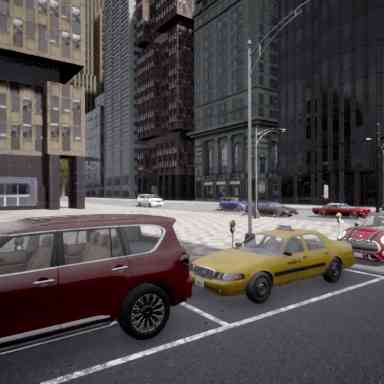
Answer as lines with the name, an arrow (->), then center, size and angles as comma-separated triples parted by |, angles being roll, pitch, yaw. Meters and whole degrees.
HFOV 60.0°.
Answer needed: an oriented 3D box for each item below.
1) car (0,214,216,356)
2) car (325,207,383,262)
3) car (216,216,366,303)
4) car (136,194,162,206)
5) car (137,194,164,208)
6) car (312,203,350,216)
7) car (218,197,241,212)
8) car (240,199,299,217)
car -> -2.309, 1.315, 5.008 | 5.009, 1.841, 2.192 | 0, 0, -36
car -> 6.795, 1.439, 11.540 | 4.097, 1.590, 1.967 | 0, 0, -36
car -> 2.105, 1.525, 8.174 | 4.829, 1.417, 1.752 | 0, 0, -36
car -> -7.542, 1.357, 58.126 | 2.150, 2.045, 5.566 | 0, 0, -36
car -> -6.482, 1.370, 50.971 | 2.150, 2.045, 5.566 | 0, 0, -35
car -> 13.106, 1.648, 29.154 | 1.895, 1.301, 4.718 | 0, 0, -36
car -> 5.219, 1.440, 40.161 | 2.097, 1.767, 4.553 | 0, 0, -36
car -> 7.410, 1.624, 31.522 | 2.033, 1.411, 5.357 | 0, 0, -36
